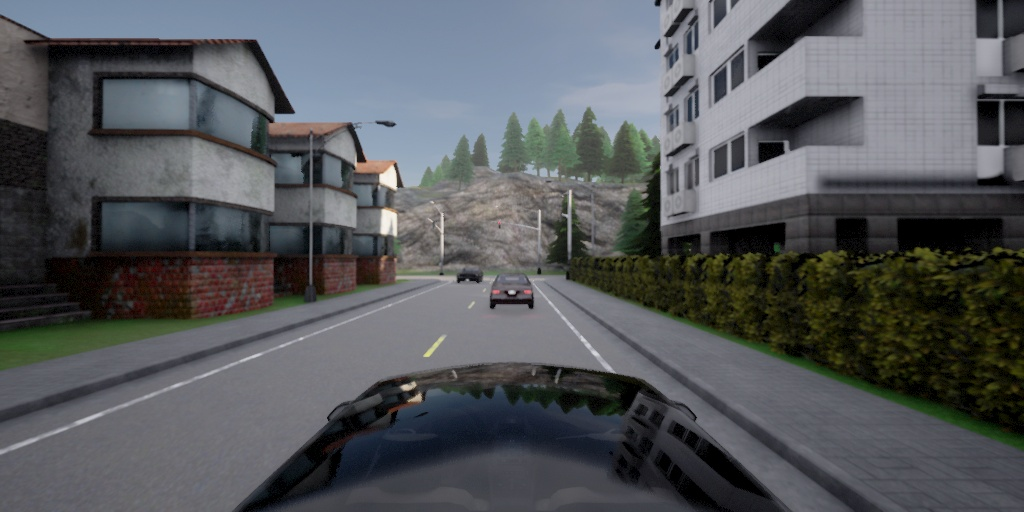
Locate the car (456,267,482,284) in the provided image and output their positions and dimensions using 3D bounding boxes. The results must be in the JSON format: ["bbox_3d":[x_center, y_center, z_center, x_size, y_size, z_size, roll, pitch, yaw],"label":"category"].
[{"bbox_3d":[-3.513,1.611,30.430,1.895,1.301,4.718,0,-1,0],"label":"car"}]

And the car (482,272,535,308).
[{"bbox_3d":[-0.005,1.426,15.829,2.033,1.411,5.357,0,0,0],"label":"car"}]
